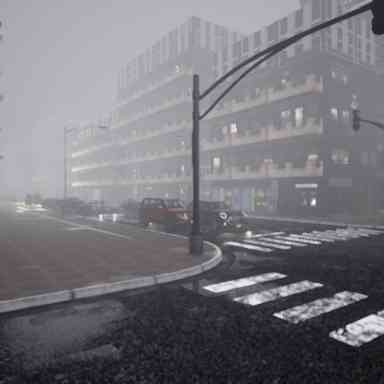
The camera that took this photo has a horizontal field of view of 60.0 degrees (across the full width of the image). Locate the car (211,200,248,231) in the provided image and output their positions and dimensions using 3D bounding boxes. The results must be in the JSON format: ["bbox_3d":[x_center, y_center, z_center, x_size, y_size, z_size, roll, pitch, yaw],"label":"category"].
[{"bbox_3d":[1.320,1.293,20.288,2.097,1.767,4.553,0,0,-34],"label":"car"}]

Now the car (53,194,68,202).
[{"bbox_3d":[-27.856,1.253,70.563,1.967,1.590,4.097,0,0,-36],"label":"car"}]

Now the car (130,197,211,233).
[{"bbox_3d":[-1.434,1.255,19.760,2.192,1.841,5.009,0,0,-36],"label":"car"}]

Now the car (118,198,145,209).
[{"bbox_3d":[-7.931,1.449,43.031,1.802,1.307,4.206,0,0,-36],"label":"car"}]

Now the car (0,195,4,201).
[{"bbox_3d":[-41.288,1.261,74.826,1.967,1.590,4.097,0,0,-36],"label":"car"}]

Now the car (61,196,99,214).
[{"bbox_3d":[-11.398,1.436,33.527,1.887,1.381,4.507,0,0,-36],"label":"car"}]

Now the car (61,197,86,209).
[{"bbox_3d":[-15.694,1.386,43.958,1.812,1.442,4.674,0,0,-36],"label":"car"}]

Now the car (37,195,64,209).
[{"bbox_3d":[-18.041,1.427,42.707,1.947,1.339,4.313,0,0,-36],"label":"car"}]

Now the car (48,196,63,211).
[{"bbox_3d":[-14.720,1.442,38.117,1.947,1.339,4.313,0,0,-36],"label":"car"}]

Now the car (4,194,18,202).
[{"bbox_3d":[-37.967,1.403,70.239,1.802,1.307,4.206,0,0,-36],"label":"car"}]

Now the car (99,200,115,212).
[{"bbox_3d":[-9.895,1.486,35.873,1.895,1.301,4.718,0,0,-36],"label":"car"}]

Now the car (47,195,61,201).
[{"bbox_3d":[-31.176,1.363,75.151,2.008,1.369,4.403,0,0,-36],"label":"car"}]

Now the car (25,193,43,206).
[{"bbox_3d":[-24.682,1.153,51.883,2.192,1.841,5.009,0,0,-36],"label":"car"}]

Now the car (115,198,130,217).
[{"bbox_3d":[-4.251,1.459,28.057,2.033,1.411,5.357,0,0,-36],"label":"car"}]
